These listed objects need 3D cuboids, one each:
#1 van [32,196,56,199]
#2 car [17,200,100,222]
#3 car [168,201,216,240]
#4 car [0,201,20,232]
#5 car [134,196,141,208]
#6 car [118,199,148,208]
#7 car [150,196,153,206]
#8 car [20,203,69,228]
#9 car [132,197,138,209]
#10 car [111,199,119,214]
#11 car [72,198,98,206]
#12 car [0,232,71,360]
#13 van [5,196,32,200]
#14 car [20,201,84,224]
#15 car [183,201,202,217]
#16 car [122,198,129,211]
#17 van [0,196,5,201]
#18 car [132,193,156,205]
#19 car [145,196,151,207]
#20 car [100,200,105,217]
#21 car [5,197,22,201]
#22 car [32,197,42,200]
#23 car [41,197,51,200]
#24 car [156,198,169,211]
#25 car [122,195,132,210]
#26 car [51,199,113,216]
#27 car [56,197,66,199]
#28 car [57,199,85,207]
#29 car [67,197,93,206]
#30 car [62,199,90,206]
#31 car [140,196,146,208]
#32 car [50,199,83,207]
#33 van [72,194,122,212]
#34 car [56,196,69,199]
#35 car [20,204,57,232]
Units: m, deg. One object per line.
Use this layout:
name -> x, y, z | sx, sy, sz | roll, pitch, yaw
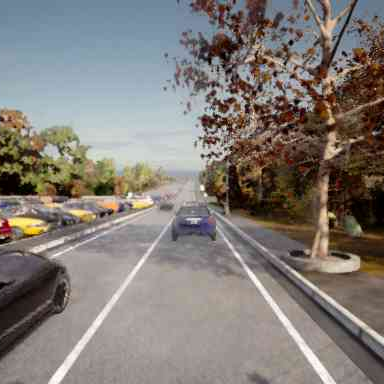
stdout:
van -> -23.454, 1.598, 50.157 | 4.442, 1.987, 1.878 | 0, -1, 0
car -> -10.099, 1.603, 25.245 | 5.366, 1.575, 1.946 | 0, 0, 0
car -> 0.091, 1.400, 17.355 | 2.097, 1.767, 4.553 | 0, 0, 0
car -> -10.265, 1.400, 14.141 | 4.553, 1.767, 2.185 | 0, 0, 0
car -> -10.445, 1.784, 47.446 | 5.366, 1.575, 1.946 | 0, -1, 0
car -> -10.254, 1.957, 58.546 | 4.892, 1.521, 2.231 | 0, -1, 0
car -> -10.430, 1.997, 61.323 | 5.366, 1.575, 1.946 | 0, -1, 0
car -> -10.284, 1.567, 19.693 | 4.892, 1.521, 2.231 | 0, 0, 0
car -> -10.257, 1.756, 44.678 | 4.892, 1.521, 2.231 | 0, -1, 0
car -> -10.246, 1.696, 33.573 | 4.792, 1.488, 2.163 | 0, 0, 0
car -> -23.308, 2.174, 72.311 | 5.008, 1.535, 2.097 | 0, -1, 0
car -> -3.352, 1.565, 4.833 | 1.994, 1.385, 4.181 | 0, 0, 0
van -> -23.237, 1.503, 41.994 | 4.442, 1.987, 1.878 | 0, -1, 0
car -> -10.293, 1.587, 22.469 | 4.892, 1.521, 2.231 | 0, 0, 0
car -> 0.070, 1.690, 35.036 | 1.837, 1.490, 4.892 | 0, -1, 0
car -> -10.298, 1.736, 39.126 | 4.792, 1.488, 2.163 | 0, 0, 0
van -> -23.468, 1.460, 36.438 | 4.442, 1.987, 1.878 | 0, 0, 0
car -> -10.270, 1.793, 64.102 | 5.566, 2.045, 2.435 | 0, -1, 0
car -> -10.066, 1.909, 55.771 | 5.366, 1.575, 1.946 | 0, -1, 0
car -> -10.252, 1.655, 28.021 | 4.792, 1.488, 2.163 | 0, 0, 0
car -> -23.354, 1.705, 39.206 | 5.008, 1.535, 2.097 | 0, 0, 0
car -> -23.372, 1.784, 44.743 | 4.792, 1.488, 2.163 | 0, -1, 0
car -> -23.369, 1.815, 47.383 | 4.792, 1.488, 2.163 | 0, -1, 0
car -> -3.395, 1.882, 45.420 | 1.895, 1.301, 4.718 | 0, -1, 0
car -> -10.297, 1.603, 41.900 | 4.553, 1.767, 2.185 | 0, -1, 0
car -> -10.249, 1.675, 30.797 | 4.792, 1.488, 2.163 | 0, 0, 0
car -> -23.305, 1.897, 53.047 | 4.792, 1.488, 2.163 | 0, -1, 0
car -> -23.319, 2.084, 64.124 | 4.674, 1.452, 2.002 | 0, -1, 0
car -> -23.347, 2.004, 69.542 | 4.553, 1.767, 2.185 | 0, -1, 0
car -> -23.289, 2.117, 66.894 | 4.792, 1.488, 2.163 | 0, -1, 0
car -> -10.072, 1.821, 50.098 | 5.366, 1.575, 1.946 | 0, -1, 0
car -> -23.139, 1.997, 61.355 | 5.366, 1.575, 1.946 | 0, -1, 0
van -> -10.389, 1.460, 36.351 | 4.442, 1.987, 1.878 | 0, 0, 0
car -> -23.359, 1.660, 55.820 | 5.566, 2.045, 2.435 | 0, -1, 0
car -> -10.108, 1.542, 16.916 | 5.366, 1.575, 1.946 | 0, 0, 0
